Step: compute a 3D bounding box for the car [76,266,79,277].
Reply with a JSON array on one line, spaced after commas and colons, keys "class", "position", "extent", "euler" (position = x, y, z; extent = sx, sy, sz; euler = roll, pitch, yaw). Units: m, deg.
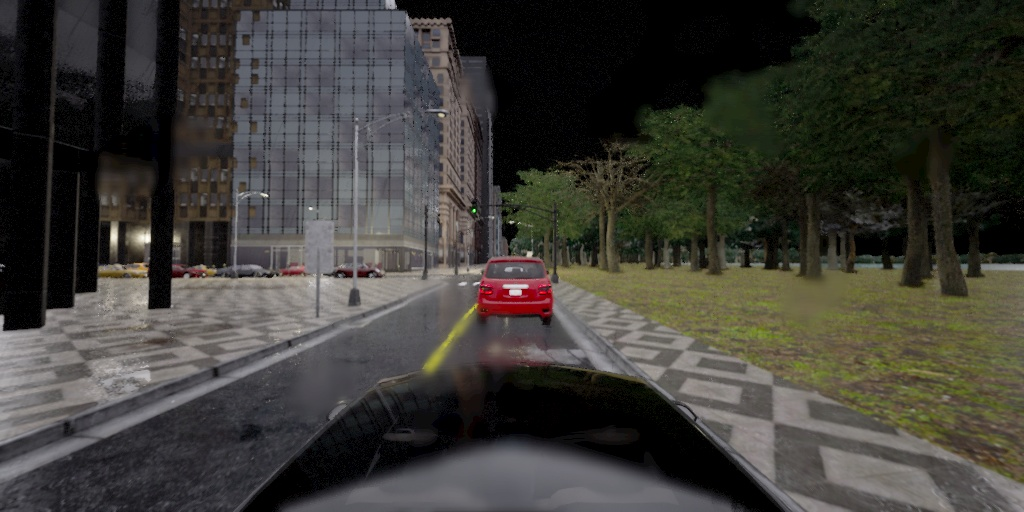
[{"class": "car", "position": [-44.678, 1.580, 38.047], "extent": [4.902, 1.511, 2.128], "euler": [0, -2, 1]}]

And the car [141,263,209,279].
[{"class": "car", "position": [-29.938, 1.434, 32.221], "extent": [4.507, 1.381, 1.888], "euler": [0, 0, 0]}]

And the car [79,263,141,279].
[{"class": "car", "position": [-35.255, 1.418, 32.219], "extent": [4.829, 1.417, 1.751], "euler": [0, 0, 0]}]

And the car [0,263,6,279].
[{"class": "car", "position": [-46.401, 1.338, 32.217], "extent": [4.097, 1.591, 1.967], "euler": [0, 0, 0]}]

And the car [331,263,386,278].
[{"class": "car", "position": [-13.507, 1.319, 32.225], "extent": [4.097, 1.591, 1.967], "euler": [0, 0, -1]}]

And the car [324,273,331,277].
[{"class": "car", "position": [-15.383, 1.518, 34.965], "extent": [5.357, 1.411, 2.033], "euler": [0, -2, 5]}]

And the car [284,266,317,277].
[{"class": "car", "position": [-24.448, 1.748, 40.743], "extent": [4.207, 1.307, 1.802], "euler": [0, 0, 0]}]

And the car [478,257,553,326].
[{"class": "car", "position": [0.106, 1.045, 12.095], "extent": [2.150, 2.045, 5.566], "euler": [0, 0, 0]}]

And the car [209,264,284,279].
[{"class": "car", "position": [-25.745, 1.522, 34.910], "extent": [5.357, 1.411, 2.033], "euler": [0, -2, 0]}]

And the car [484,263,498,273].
[{"class": "car", "position": [-3.054, 1.712, 52.667], "extent": [2.033, 1.411, 5.357], "euler": [0, -1, -3]}]
